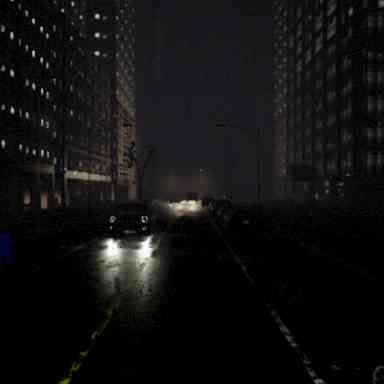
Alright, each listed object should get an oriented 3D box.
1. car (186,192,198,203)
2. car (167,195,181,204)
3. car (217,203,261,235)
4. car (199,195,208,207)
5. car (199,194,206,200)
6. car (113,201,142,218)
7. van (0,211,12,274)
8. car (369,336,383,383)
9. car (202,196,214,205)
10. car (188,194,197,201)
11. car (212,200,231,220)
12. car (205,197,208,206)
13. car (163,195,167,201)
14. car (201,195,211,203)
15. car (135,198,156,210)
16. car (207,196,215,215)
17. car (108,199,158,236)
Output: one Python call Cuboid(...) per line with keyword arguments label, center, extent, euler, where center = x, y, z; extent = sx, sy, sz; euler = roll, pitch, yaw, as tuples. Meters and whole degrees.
Cuboid(label="car", center=(0.010, 1.113, 66.330), extent=(2.150, 2.045, 5.566), euler=(0, 0, 0))
Cuboid(label="car", center=(-3.039, 1.403, 59.785), extent=(1.812, 1.442, 4.674), euler=(0, 0, 1))
Cuboid(label="car", center=(2.685, 1.530, 18.576), extent=(1.947, 1.339, 4.313), euler=(-1, 0, 0))
Cuboid(label="car", center=(2.367, 1.381, 48.052), extent=(1.882, 1.535, 5.008), euler=(0, 0, 0))
Cuboid(label="car", center=(2.694, 1.362, 86.289), extent=(1.887, 1.381, 4.507), euler=(-1, 0, 0))
Cuboid(label="car", center=(-5.694, 1.523, 29.863), extent=(1.802, 1.307, 4.206), euler=(-1, 0, 0))
Cuboid(label="van", center=(-5.700, 1.327, 7.297), extent=(1.690, 1.788, 3.998), euler=(-1, 0, 0))
Cuboid(label="car", center=(2.683, 1.563, 1.648), extent=(1.947, 1.339, 4.313), euler=(-1, 0, 0))
Cuboid(label="car", center=(2.690, 1.426, 58.075), extent=(1.887, 1.381, 4.507), euler=(-1, 0, 0))
Cuboid(label="car", center=(0.012, 1.302, 81.424), extent=(2.128, 1.511, 4.902), euler=(0, 0, 0))
Cuboid(label="car", center=(2.686, 1.534, 24.219), extent=(1.802, 1.307, 4.206), euler=(-1, 0, 0))
Cuboid(label="car", center=(2.687, 1.495, 35.504), extent=(1.947, 1.339, 4.313), euler=(-1, 0, 0))
Cuboid(label="car", center=(-5.688, 1.394, 74.993), extent=(2.008, 1.369, 4.403), euler=(-1, 0, 0))
Cuboid(label="car", center=(2.691, 1.394, 63.887), extent=(1.752, 1.417, 4.829), euler=(-1, 0, 0))
Cuboid(label="car", center=(-5.693, 1.483, 41.145), extent=(1.947, 1.339, 4.313), euler=(-1, 0, 0))
Cuboid(label="car", center=(2.685, 1.381, 29.861), extent=(1.967, 1.590, 4.097), euler=(-1, 0, 0))
Cuboid(label="car", center=(-3.096, 1.316, 18.121), extent=(2.097, 1.767, 4.553), euler=(0, 0, 0))
